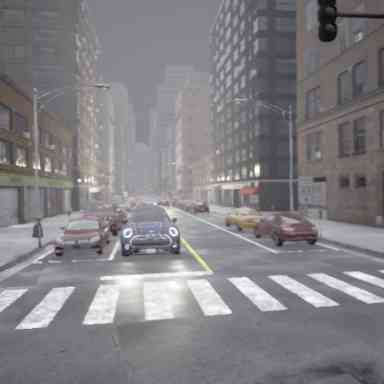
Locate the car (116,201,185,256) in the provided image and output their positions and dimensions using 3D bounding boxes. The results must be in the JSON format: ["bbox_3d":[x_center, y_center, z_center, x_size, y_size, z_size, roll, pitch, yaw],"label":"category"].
[{"bbox_3d":[-1.716,1.421,13.459,2.097,1.767,4.553,-1,0,-9],"label":"car"}]

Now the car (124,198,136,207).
[{"bbox_3d":[-11.764,1.959,63.206,1.967,1.590,4.097,-1,0,-9],"label":"car"}]

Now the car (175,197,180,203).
[{"bbox_3d":[-0.864,1.813,47.975,1.887,1.381,4.507,-2,0,-9],"label":"car"}]

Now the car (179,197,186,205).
[{"bbox_3d":[-0.044,1.661,42.472,1.967,1.590,4.097,-2,0,-9],"label":"car"}]

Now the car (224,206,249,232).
[{"bbox_3d":[3.225,1.568,20.632,1.752,1.417,4.829,-1,0,-9],"label":"car"}]

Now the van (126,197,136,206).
[{"bbox_3d":[-12.589,1.906,68.711,1.690,1.788,3.998,-1,0,-9],"label":"van"}]

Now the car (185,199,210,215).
[{"bbox_3d":[0.782,1.719,36.970,1.887,1.381,4.507,-1,0,-9],"label":"car"}]

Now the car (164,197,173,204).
[{"bbox_3d":[-5.827,2.072,81.158,1.752,1.417,4.829,-1,0,-9],"label":"car"}]

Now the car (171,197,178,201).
[{"bbox_3d":[-1.687,1.867,53.477,2.008,1.369,4.403,-2,0,-9],"label":"car"}]

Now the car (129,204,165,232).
[{"bbox_3d":[-3.059,1.631,22.491,2.128,1.511,4.902,-1,0,-8],"label":"car"}]

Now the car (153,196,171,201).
[{"bbox_3d":[-5.168,1.752,58.162,2.097,1.767,4.553,-1,0,-9],"label":"car"}]

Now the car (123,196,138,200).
[{"bbox_3d":[-10.121,1.739,52.199,2.192,1.841,5.009,-1,0,-9],"label":"car"}]

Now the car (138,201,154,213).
[{"bbox_3d":[-5.924,1.902,42.280,1.895,1.301,4.718,-1,0,-9],"label":"car"}]

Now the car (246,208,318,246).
[{"bbox_3d":[4.074,1.580,14.962,1.802,1.307,4.206,-1,0,-9],"label":"car"}]

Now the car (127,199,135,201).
[{"bbox_3d":[-8.469,1.880,41.190,2.008,1.369,4.403,-1,0,-9],"label":"car"}]

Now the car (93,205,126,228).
[{"bbox_3d":[-6.000,1.737,24.680,1.887,1.381,4.507,-1,0,-9],"label":"car"}]

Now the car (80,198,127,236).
[{"bbox_3d":[-5.182,1.464,19.178,2.192,1.841,5.009,-1,0,-9],"label":"car"}]

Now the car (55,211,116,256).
[{"bbox_3d":[-4.352,1.688,13.673,1.802,1.307,4.206,-1,0,-9],"label":"car"}]
